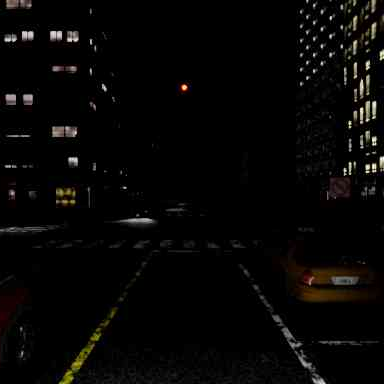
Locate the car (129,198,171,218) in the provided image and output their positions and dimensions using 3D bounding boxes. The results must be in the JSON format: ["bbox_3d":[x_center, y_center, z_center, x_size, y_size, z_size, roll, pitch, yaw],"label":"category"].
[{"bbox_3d":[-3.927,1.564,30.574,2.033,1.411,5.357,0,0,14],"label":"car"}]

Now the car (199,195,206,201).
[{"bbox_3d":[2.794,1.625,90.321,1.752,1.417,4.829,0,0,0],"label":"car"}]

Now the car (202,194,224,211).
[{"bbox_3d":[2.734,1.332,40.411,2.192,1.841,5.009,0,0,0],"label":"car"}]

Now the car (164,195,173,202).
[{"bbox_3d":[-5.600,1.516,79.107,1.967,1.590,4.097,0,0,0],"label":"car"}]

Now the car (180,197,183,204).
[{"bbox_3d":[-2.941,1.579,66.690,1.812,1.442,4.674,0,0,0],"label":"car"}]

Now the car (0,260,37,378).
[{"bbox_3d":[-3.097,1.352,2.489,2.097,1.767,4.553,0,0,0],"label":"car"}]

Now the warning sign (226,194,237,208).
[{"bbox_3d":[5.124,1.135,43.665,1.300,1.860,1.060,0,0,0],"label":"warning sign"}]

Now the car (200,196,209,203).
[{"bbox_3d":[2.774,1.611,73.571,1.887,1.381,4.507,0,0,0],"label":"car"}]

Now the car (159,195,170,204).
[{"bbox_3d":[-5.613,1.496,68.054,1.967,1.590,4.097,0,0,0],"label":"car"}]

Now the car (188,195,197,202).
[{"bbox_3d":[0.095,1.531,79.608,2.033,1.411,5.357,0,0,0],"label":"car"}]

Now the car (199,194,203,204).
[{"bbox_3d":[2.760,1.362,62.517,2.192,1.841,5.009,0,0,0],"label":"car"}]

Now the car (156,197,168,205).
[{"bbox_3d":[-5.619,1.591,62.526,1.887,1.381,4.507,0,0,0],"label":"car"}]

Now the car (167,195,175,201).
[{"bbox_3d":[-5.586,1.624,89.991,1.752,1.417,4.829,0,0,0],"label":"car"}]

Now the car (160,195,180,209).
[{"bbox_3d":[-3.042,1.501,46.849,1.882,1.535,5.008,0,0,0],"label":"car"}]

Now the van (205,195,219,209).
[{"bbox_3d":[2.740,1.364,45.937,1.690,1.788,3.998,0,0,0],"label":"van"}]

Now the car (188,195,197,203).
[{"bbox_3d":[0.082,1.536,69.190,1.882,1.535,5.008,0,0,0],"label":"car"}]

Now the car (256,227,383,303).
[{"bbox_3d":[2.696,1.526,8.168,1.752,1.417,4.829,0,0,0],"label":"car"}]
